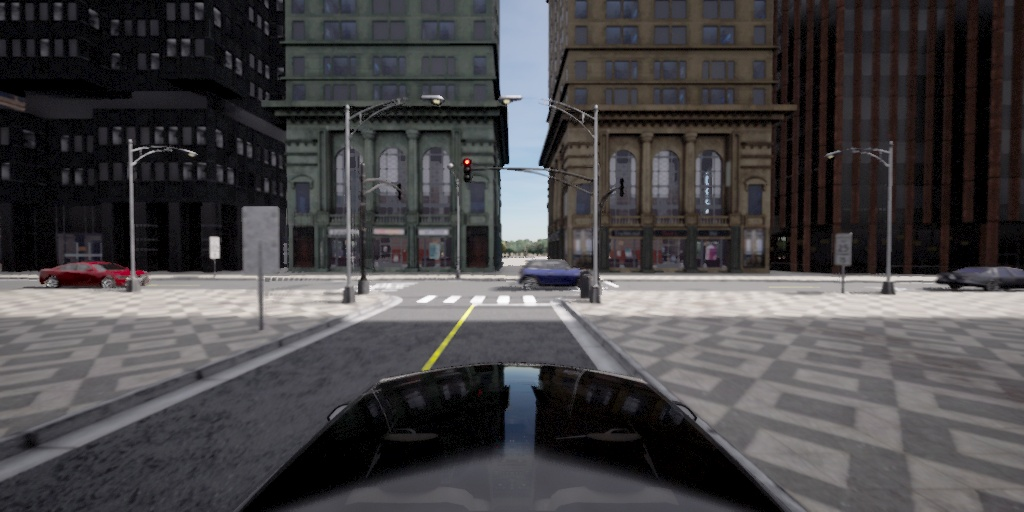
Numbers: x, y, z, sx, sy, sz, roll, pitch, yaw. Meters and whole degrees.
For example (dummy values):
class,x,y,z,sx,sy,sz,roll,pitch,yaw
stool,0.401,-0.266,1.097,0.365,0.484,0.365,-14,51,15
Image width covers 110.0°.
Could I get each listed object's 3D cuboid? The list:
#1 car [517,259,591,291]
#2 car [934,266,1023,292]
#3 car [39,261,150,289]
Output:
class,x,y,z,sx,sy,sz,roll,pitch,yaw
car,2.584,0.984,20.588,4.553,1.767,2.097,0,1,0
car,27.732,1.296,20.553,5.357,1.411,2.033,0,1,0
car,-23.875,1.080,20.630,5.008,1.535,1.882,0,1,0
